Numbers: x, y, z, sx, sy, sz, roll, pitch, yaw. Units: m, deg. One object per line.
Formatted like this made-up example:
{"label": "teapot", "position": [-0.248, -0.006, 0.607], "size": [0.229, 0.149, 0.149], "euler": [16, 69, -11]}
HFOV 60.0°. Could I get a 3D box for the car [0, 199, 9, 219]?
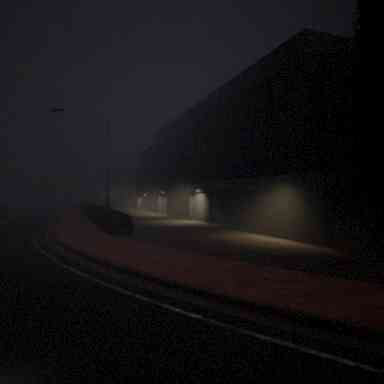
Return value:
{"label": "car", "position": [-20.297, 1.709, 34.065], "size": [2.150, 2.045, 5.566], "euler": [0, -1, -21]}
